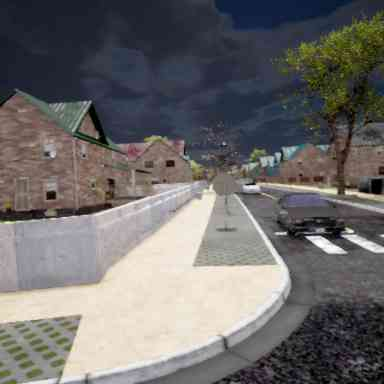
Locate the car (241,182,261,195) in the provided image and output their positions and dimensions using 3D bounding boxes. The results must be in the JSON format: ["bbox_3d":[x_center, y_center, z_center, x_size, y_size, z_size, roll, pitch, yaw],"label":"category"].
[{"bbox_3d":[6.651,-0.447,37.849,1.812,1.442,4.674,-2,3,5],"label":"car"}]

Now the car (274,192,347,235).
[{"bbox_3d":[4.506,0.732,13.522,2.033,1.411,5.357,-2,3,7],"label":"car"}]
